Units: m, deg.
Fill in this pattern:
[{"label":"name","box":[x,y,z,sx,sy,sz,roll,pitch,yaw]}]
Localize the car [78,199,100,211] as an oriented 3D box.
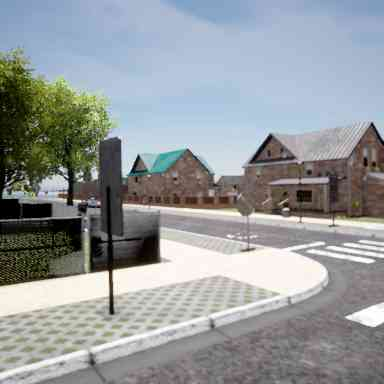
[{"label":"car","box":[-11.521,1.556,37.927,2.033,1.411,5.357,-2,1,-33]}]
